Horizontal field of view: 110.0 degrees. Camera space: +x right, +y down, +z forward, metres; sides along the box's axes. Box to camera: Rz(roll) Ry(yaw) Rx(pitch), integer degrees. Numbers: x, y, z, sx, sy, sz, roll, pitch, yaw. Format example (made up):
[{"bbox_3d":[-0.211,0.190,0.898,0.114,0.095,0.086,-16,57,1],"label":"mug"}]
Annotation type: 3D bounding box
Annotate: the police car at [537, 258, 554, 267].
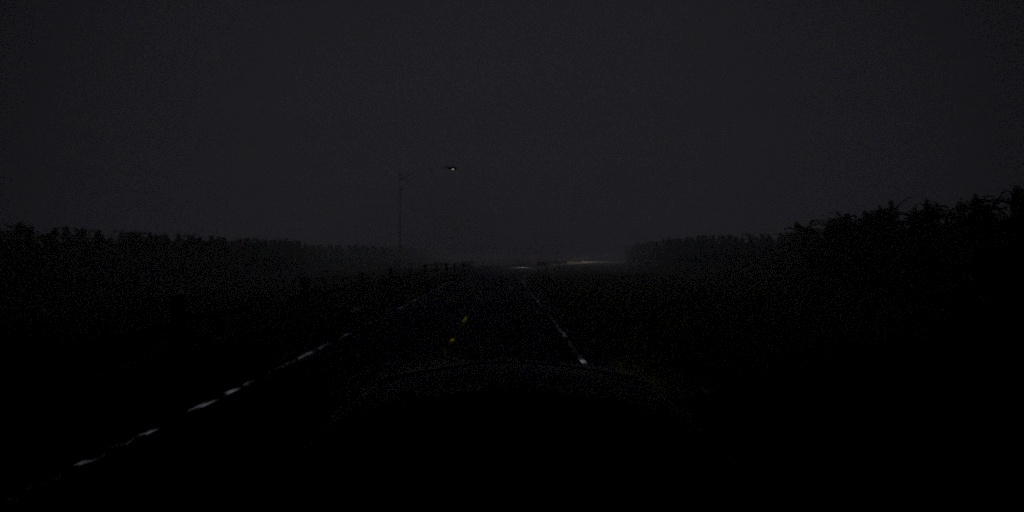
[{"bbox_3d":[5.813,1.175,65.059,1.930,1.638,5.238,0,0,16],"label":"police car"}]
